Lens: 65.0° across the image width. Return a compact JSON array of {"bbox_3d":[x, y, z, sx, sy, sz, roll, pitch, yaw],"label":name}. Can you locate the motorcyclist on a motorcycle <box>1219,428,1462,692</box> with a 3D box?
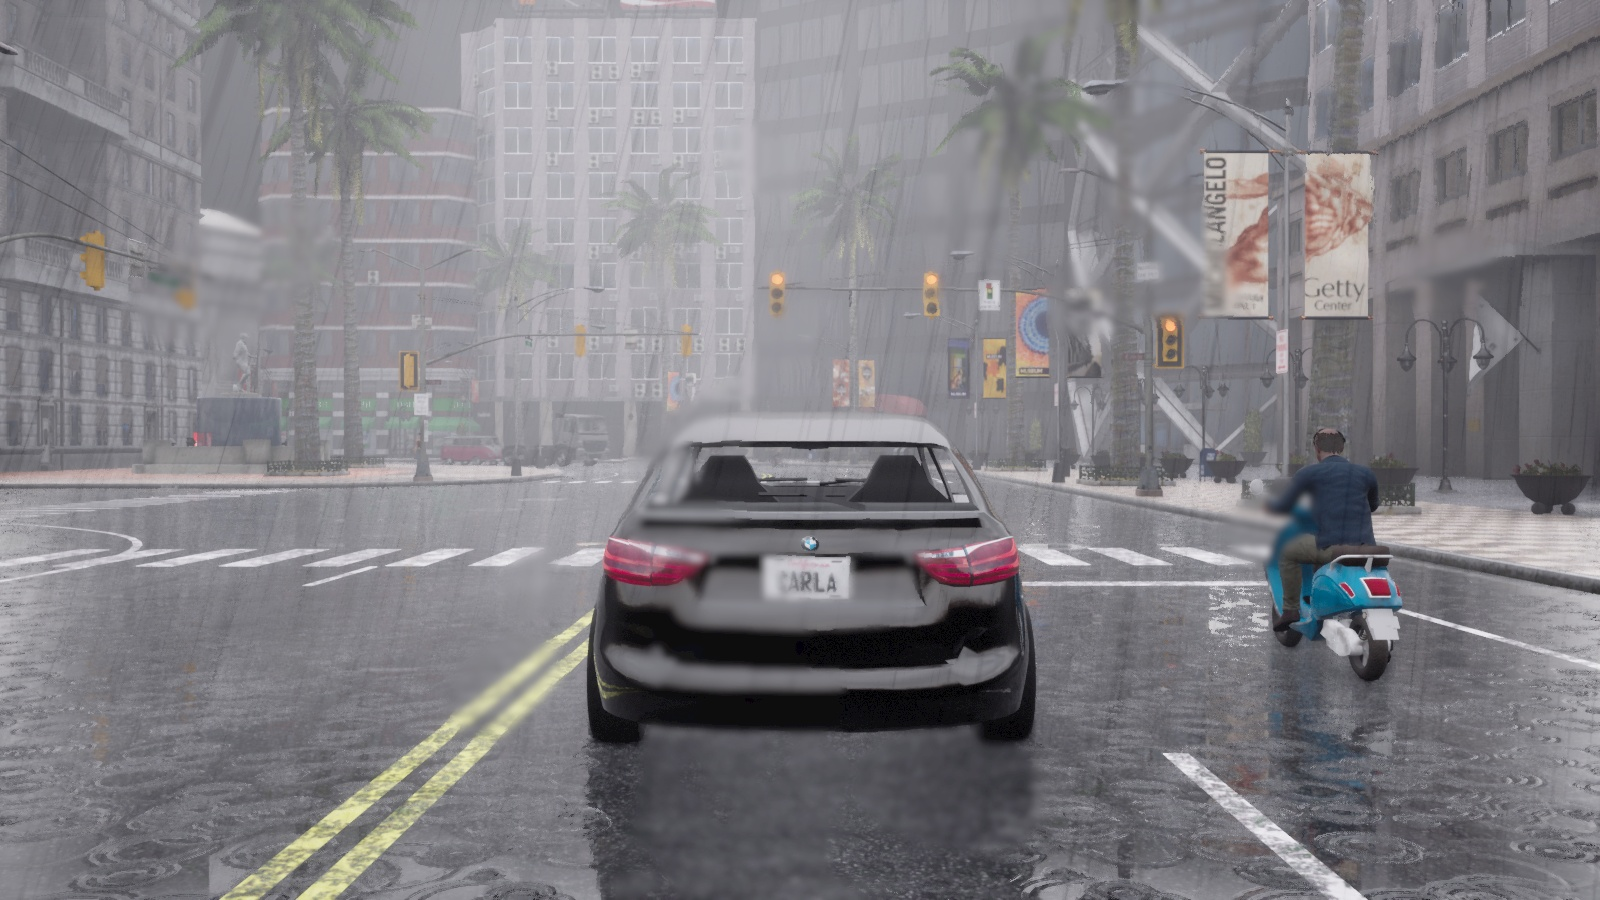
[{"bbox_3d":[3.552,0.655,8.461,0.866,1.590,1.817,0,0,1],"label":"motorcyclist on a motorcycle"}]

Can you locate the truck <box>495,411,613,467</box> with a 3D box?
[{"bbox_3d":[-16.153,-0.712,82.198,7.936,3.462,2.891,0,0,36],"label":"truck"}]

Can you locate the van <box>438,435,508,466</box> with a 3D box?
[{"bbox_3d":[-21.212,0.022,81.461,4.442,1.987,1.775,0,0,31],"label":"van"}]

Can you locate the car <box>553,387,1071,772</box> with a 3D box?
[{"bbox_3d":[0.062,0.547,7.745,2.242,1.667,4.611,0,0,0],"label":"car"}]
